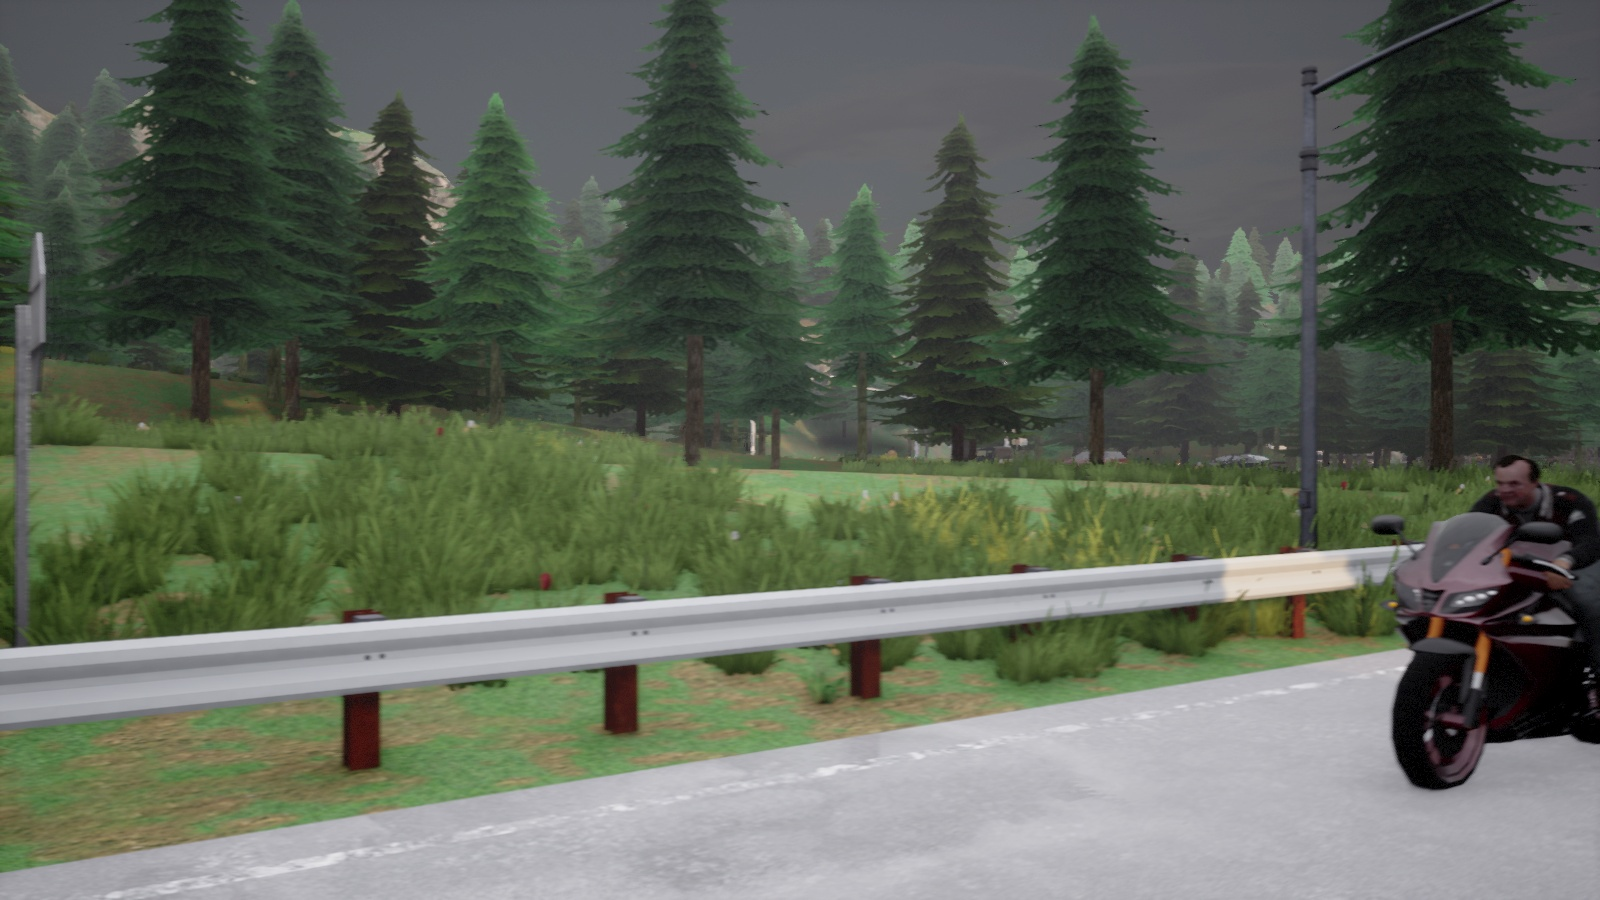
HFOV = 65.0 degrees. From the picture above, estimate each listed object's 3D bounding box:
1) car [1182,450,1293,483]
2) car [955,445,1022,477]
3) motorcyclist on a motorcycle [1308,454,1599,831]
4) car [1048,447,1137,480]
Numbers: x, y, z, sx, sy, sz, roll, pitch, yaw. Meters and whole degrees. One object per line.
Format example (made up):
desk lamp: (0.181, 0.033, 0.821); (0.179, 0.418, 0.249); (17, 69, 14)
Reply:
car: (21.392, 0.802, 61.609); (1.882, 1.535, 5.008); (0, 0, -35)
car: (11.417, 0.677, 76.370); (1.905, 1.878, 3.866); (0, 0, -34)
motorcyclist on a motorcycle: (3.507, 0.787, 6.100); (2.191, 1.530, 0.866); (0, 0, -35)
car: (16.105, 0.712, 69.339); (2.097, 1.767, 4.553); (0, 0, -34)
